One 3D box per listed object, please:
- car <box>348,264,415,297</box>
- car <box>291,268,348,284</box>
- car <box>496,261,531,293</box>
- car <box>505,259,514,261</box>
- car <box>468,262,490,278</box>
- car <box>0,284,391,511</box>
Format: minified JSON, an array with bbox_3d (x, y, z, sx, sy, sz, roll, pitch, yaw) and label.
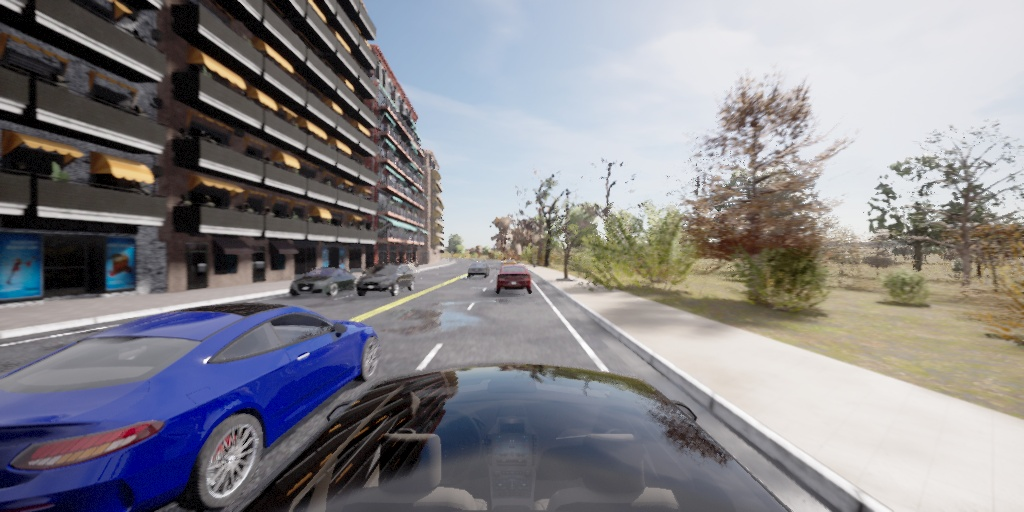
[{"bbox_3d":[-6.509,1.174,18.943,1.837,1.490,4.892,0,0,0],"label":"car"},{"bbox_3d":[-9.759,1.336,18.937,1.994,1.385,4.181,0,0,0],"label":"car"},{"bbox_3d":[0.091,1.238,20.911,1.882,1.535,5.008,0,0,0],"label":"car"},{"bbox_3d":[-0.419,1.258,55.104,1.882,1.535,5.008,0,0,-2],"label":"car"},{"bbox_3d":[-3.189,1.316,34.701,2.033,1.411,5.357,0,0,0],"label":"car"},{"bbox_3d":[-3.153,1.276,4.197,1.812,1.442,4.674,0,0,0],"label":"car"}]
